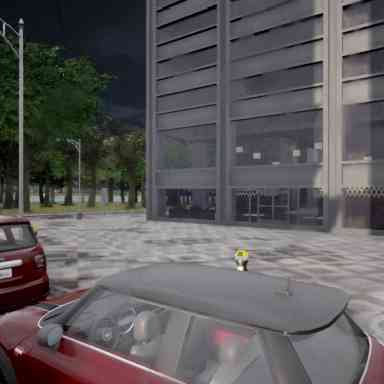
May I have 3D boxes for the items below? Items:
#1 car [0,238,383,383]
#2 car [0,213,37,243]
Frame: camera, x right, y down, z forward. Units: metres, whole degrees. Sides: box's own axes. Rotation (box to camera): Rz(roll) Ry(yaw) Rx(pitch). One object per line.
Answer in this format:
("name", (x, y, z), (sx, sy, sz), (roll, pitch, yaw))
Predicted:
("car", (-0.351, 1.440, 3.212), (4.097, 1.590, 1.967), (0, 0, 35))
("car", (-4.780, 1.315, 6.367), (5.009, 1.841, 2.192), (0, 0, 35))
